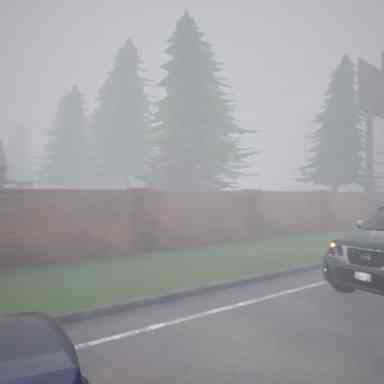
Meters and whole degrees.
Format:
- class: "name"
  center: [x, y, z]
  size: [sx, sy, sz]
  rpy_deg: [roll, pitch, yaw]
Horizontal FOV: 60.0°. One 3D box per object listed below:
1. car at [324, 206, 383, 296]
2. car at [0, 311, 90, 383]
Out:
- class: "car"
  center: [5.490, 1.266, 7.866]
  size: [5.566, 2.045, 2.150]
  rpy_deg: [1, 0, -35]
- class: "car"
  center: [-3.252, 1.539, 1.648]
  size: [5.357, 1.411, 2.033]
  rpy_deg: [0, 0, -35]
